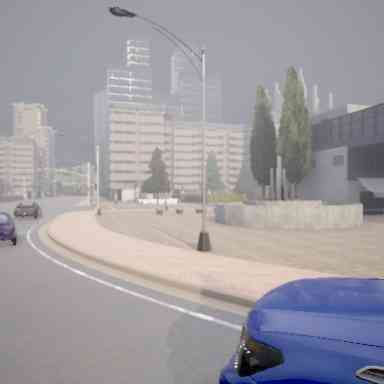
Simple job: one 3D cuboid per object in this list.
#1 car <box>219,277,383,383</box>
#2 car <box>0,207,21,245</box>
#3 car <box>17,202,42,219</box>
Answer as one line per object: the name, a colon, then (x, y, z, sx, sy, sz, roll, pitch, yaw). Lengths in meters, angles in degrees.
car: (2.887, 1.213, 1.908, 5.566, 2.045, 2.150, -1, 0, 34)
car: (-9.230, 1.622, 15.497, 1.812, 1.442, 4.674, 0, 0, -30)
car: (-14.950, 1.666, 30.495, 2.128, 1.511, 4.902, 0, -1, -18)
